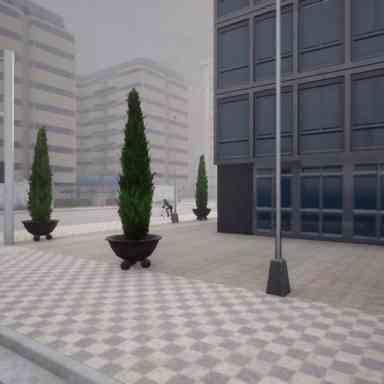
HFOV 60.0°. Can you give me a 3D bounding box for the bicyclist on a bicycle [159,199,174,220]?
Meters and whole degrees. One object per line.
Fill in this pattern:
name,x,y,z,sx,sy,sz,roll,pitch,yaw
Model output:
bicyclist on a bicycle,-1.975,1.356,25.864,1.656,1.620,0.582,0,0,35
